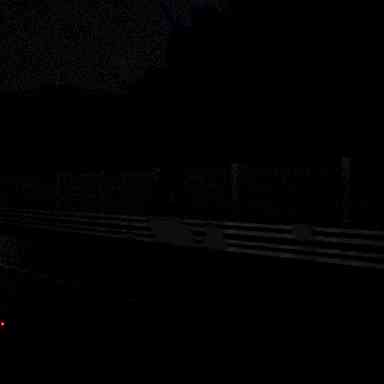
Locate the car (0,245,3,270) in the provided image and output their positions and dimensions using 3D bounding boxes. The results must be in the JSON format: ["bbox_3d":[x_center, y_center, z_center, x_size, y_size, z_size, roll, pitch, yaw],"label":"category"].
[{"bbox_3d":[-6.811,1.522,8.899,4.674,1.442,1.812,0,0,37],"label":"car"}]
